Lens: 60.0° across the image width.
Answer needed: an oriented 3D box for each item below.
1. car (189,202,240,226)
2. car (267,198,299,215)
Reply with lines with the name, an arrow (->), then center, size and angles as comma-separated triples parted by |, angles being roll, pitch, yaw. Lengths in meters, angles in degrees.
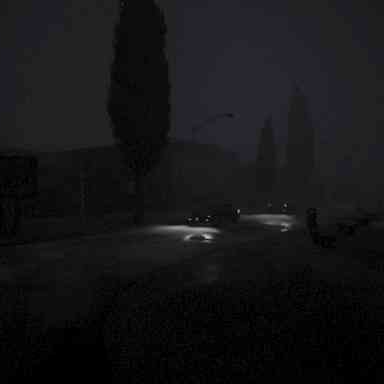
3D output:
car -> 1.711, 1.529, 23.918 | 1.837, 1.490, 4.892 | 0, 0, 35
car -> 9.627, 1.378, 35.045 | 2.097, 1.767, 4.553 | 0, 0, 36
